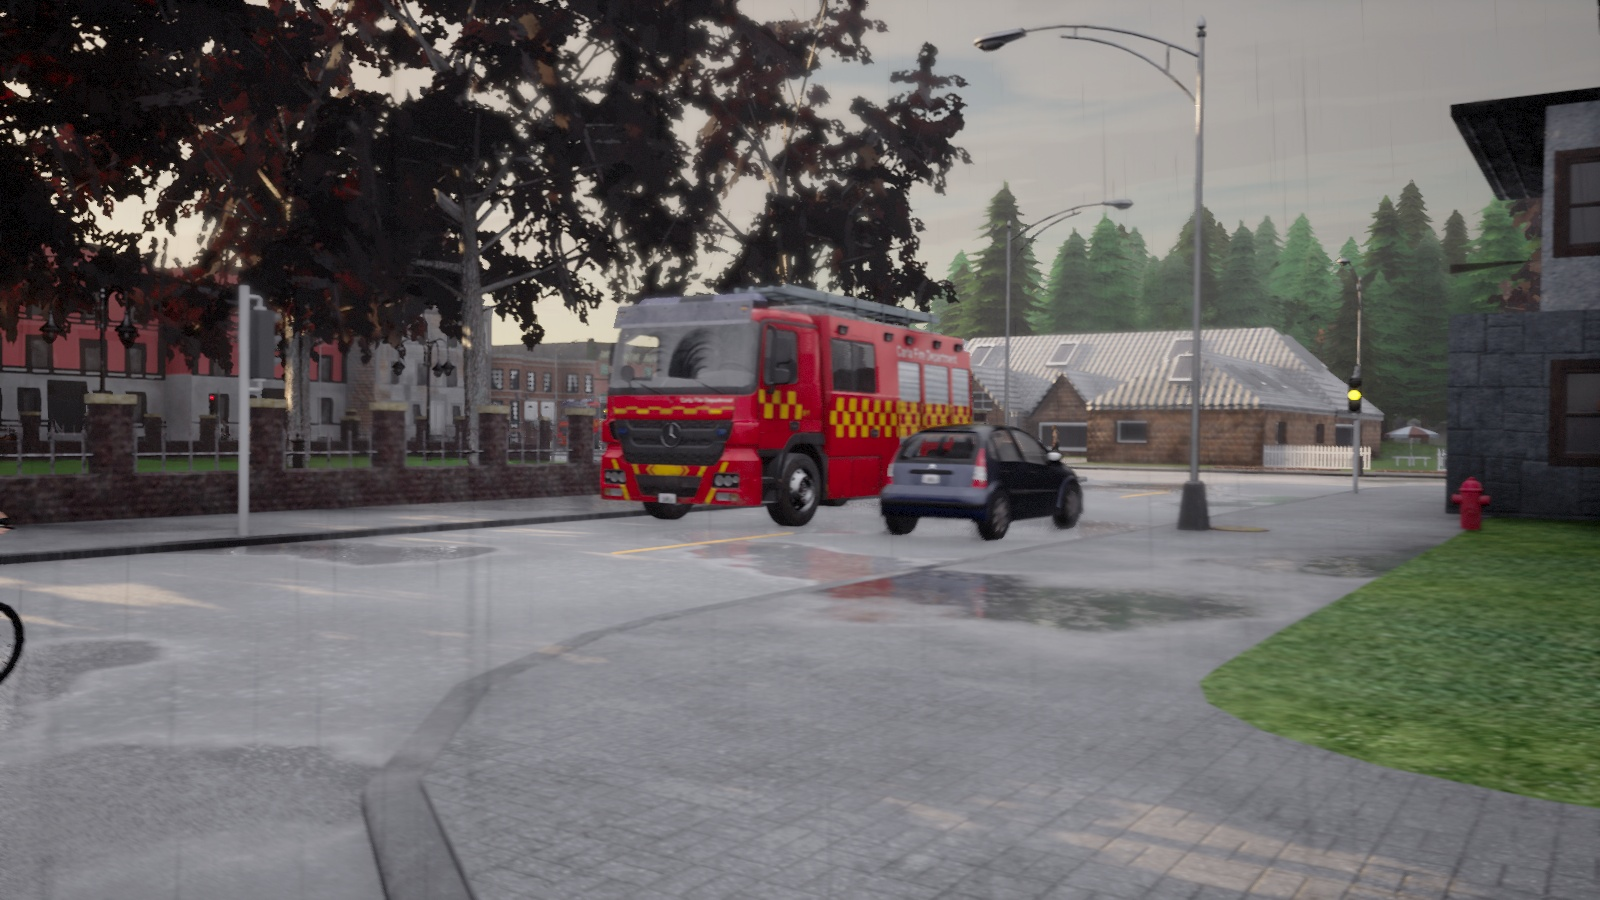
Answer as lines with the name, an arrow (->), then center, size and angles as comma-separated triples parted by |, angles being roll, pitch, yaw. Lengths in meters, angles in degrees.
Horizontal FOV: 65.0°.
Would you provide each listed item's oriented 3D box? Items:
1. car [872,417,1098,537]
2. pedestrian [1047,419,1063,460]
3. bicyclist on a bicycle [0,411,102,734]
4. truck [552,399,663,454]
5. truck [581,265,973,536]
car -> 2.909, 0.325, 18.989 | 1.851, 1.617, 3.988 | 0, 1, 34
pedestrian -> 11.497, -0.489, 56.653 | 0.634, 1.846, 0.331 | 0, 1, 29
bicyclist on a bicycle -> -4.436, 0.606, 6.257 | 0.866, 1.612, 1.509 | 3, 1, 10
truck -> -13.727, -1.688, 90.414 | 2.891, 3.827, 8.468 | 0, 1, 33
truck -> 0.061, -0.764, 22.119 | 2.891, 3.827, 8.468 | 0, 1, 30
